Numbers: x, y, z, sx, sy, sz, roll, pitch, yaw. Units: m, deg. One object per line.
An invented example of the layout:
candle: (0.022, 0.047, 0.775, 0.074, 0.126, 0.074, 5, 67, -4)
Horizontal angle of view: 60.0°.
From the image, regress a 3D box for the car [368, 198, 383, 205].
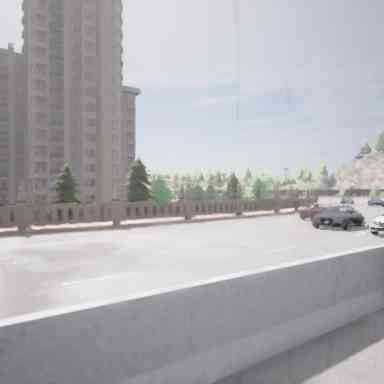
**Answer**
car: (31.167, 1.720, 56.382, 2.033, 1.411, 5.357, 0, 0, 19)

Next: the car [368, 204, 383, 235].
car: (11.167, 1.532, 17.800, 4.674, 1.442, 1.812, 0, 0, -45)

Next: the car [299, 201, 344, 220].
car: (10.488, 1.625, 27.171, 1.895, 1.301, 4.718, 0, 0, 41)

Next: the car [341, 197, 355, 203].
car: (29.438, 1.732, 62.986, 2.128, 1.511, 4.902, 0, 0, 15)

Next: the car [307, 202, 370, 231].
car: (9.214, 1.574, 20.793, 1.994, 1.385, 4.181, 0, 0, 44)
